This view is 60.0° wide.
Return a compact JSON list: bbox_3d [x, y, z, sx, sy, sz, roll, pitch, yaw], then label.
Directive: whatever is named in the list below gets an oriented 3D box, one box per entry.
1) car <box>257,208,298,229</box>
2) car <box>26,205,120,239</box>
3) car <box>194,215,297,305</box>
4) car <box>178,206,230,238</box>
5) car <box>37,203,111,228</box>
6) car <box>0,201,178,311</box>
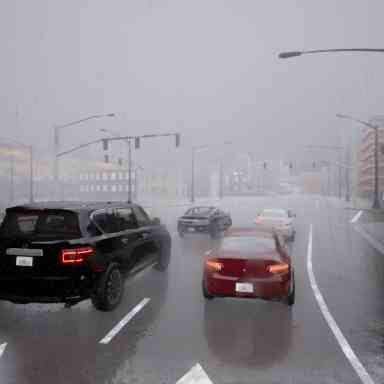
[{"bbox_3d":[4.191,1.526,16.557,1.812,1.442,4.674,0,0,20],"label":"car"},{"bbox_3d":[-6.378,1.547,18.704,2.033,1.411,5.357,0,0,20],"label":"car"},{"bbox_3d":[1.452,1.526,8.124,1.812,1.442,4.674,0,0,13],"label":"car"},{"bbox_3d":[0.784,1.491,17.289,2.128,1.511,4.902,0,0,19],"label":"car"},{"bbox_3d":[-8.209,1.547,23.833,2.033,1.411,5.357,0,0,20],"label":"car"},{"bbox_3d":[-2.161,1.221,8.039,2.150,2.045,5.566,0,0,12],"label":"car"}]
